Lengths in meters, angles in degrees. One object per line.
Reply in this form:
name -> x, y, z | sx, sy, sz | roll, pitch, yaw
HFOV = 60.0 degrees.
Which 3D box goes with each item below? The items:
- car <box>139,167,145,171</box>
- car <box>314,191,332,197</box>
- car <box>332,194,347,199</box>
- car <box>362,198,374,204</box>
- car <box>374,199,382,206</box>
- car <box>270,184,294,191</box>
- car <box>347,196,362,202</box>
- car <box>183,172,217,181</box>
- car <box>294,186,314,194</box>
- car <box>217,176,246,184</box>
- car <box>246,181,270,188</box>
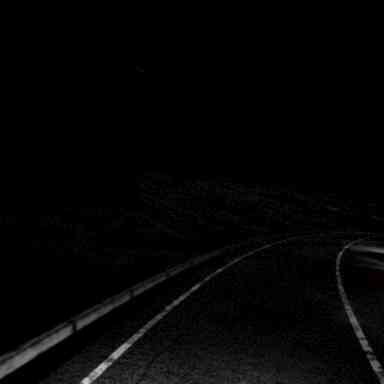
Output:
car -> -8.847, -3.420, 46.813 | 4.553, 1.767, 2.185 | 6, -5, -27
car -> 24.772, 0.582, 65.748 | 4.792, 1.488, 2.163 | 7, -5, -32
car -> 29.338, 1.166, 68.794 | 4.674, 1.452, 2.002 | 7, -5, -34
car -> 38.289, 2.181, 75.207 | 4.553, 1.767, 2.185 | 8, -6, -36
car -> 42.734, 2.689, 78.594 | 5.566, 2.045, 2.435 | 8, -6, -37
car -> 15.277, -0.607, 59.829 | 5.008, 1.535, 2.097 | 7, -5, -30
car -> 33.760, 1.695, 71.885 | 4.892, 1.521, 2.231 | 7, -5, -35
car -> 0.796, -2.263, 51.855 | 4.892, 1.521, 2.231 | 6, -5, -27
car -> 19.983, -0.164, 62.690 | 4.553, 1.767, 2.185 | 7, -5, -31
car -> 5.659, -1.730, 54.410 | 4.892, 1.521, 2.231 | 6, -5, -28
car -> 10.495, -1.133, 57.065 | 4.674, 1.452, 2.002 | 7, -5, -29
